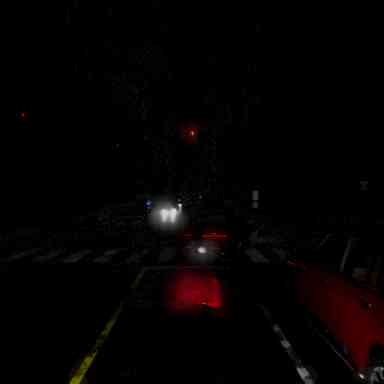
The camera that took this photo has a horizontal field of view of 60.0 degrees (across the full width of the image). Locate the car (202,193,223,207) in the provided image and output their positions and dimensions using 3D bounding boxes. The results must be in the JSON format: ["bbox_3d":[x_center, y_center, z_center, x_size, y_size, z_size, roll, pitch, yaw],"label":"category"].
[{"bbox_3d":[2.708,1.176,41.602,2.192,1.841,5.009,0,0,0],"label":"car"}]

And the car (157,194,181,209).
[{"bbox_3d":[-2.839,1.349,42.581,2.128,1.511,4.902,0,0,0],"label":"car"}]

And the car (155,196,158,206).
[{"bbox_3d":[-5.401,1.409,47.009,1.947,1.339,4.313,0,0,0],"label":"car"}]

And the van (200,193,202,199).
[{"bbox_3d":[2.694,1.147,57.821,1.690,1.788,3.998,0,0,0],"label":"van"}]

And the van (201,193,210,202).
[{"bbox_3d":[2.685,1.110,68.634,1.690,1.788,3.998,0,0,0],"label":"van"}]

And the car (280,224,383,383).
[{"bbox_3d":[2.638,1.301,4.232,2.192,1.841,5.009,0,0,0],"label":"car"}]

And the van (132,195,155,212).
[{"bbox_3d":[-5.405,1.221,36.195,1.690,1.788,3.998,0,0,0],"label":"van"}]

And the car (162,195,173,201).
[{"bbox_3d":[-5.392,1.301,74.040,2.008,1.369,4.403,0,0,0],"label":"car"}]

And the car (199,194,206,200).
[{"bbox_3d":[2.672,1.237,85.023,1.752,1.417,4.829,0,0,0],"label":"car"}]

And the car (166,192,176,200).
[{"bbox_3d":[-5.389,1.028,84.851,2.192,1.841,5.009,0,0,0],"label":"car"}]

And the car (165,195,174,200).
[{"bbox_3d":[-5.390,1.297,79.446,1.947,1.339,4.313,0,0,0],"label":"car"}]

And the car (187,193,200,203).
[{"bbox_3d":[0.059,1.340,61.457,2.033,1.411,5.357,0,0,0],"label":"car"}]

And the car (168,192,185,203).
[{"bbox_3d":[-2.788,1.303,59.532,1.837,1.490,4.892,0,1,1],"label":"car"}]

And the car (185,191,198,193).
[{"bbox_3d":[0.006,1.117,71.405,2.128,1.511,4.902,0,0,0],"label":"car"}]

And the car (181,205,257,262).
[{"bbox_3d":[1.095,1.464,12.169,1.837,1.490,4.892,-1,0,19],"label":"car"}]

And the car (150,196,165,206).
[{"bbox_3d":[-5.399,1.369,52.415,1.887,1.381,4.507,0,0,0],"label":"car"}]

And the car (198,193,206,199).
[{"bbox_3d":[2.667,1.134,90.258,1.967,1.590,4.097,0,0,0],"label":"car"}]
